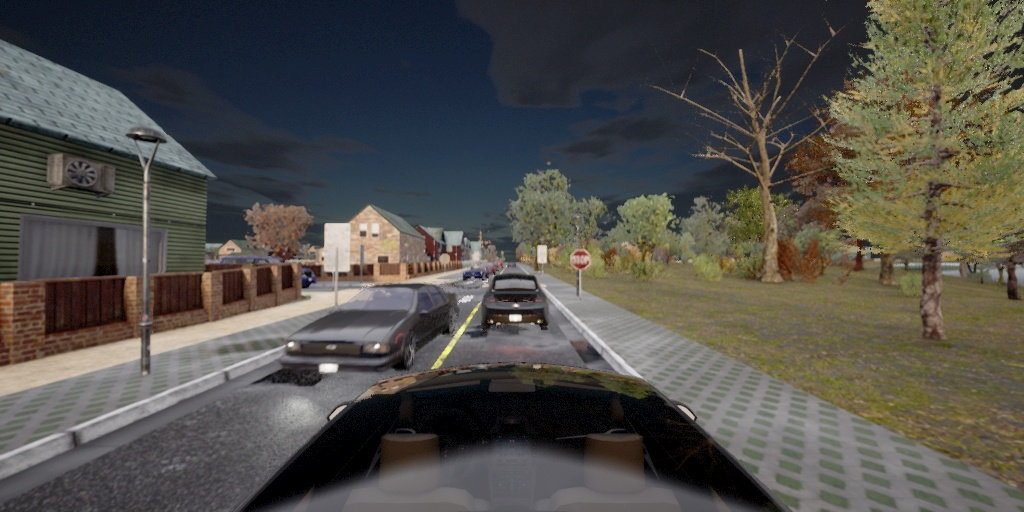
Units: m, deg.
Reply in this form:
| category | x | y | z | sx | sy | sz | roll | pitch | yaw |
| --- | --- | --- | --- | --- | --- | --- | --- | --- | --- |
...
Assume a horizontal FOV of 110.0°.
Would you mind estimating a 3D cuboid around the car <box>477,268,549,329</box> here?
| category | x | y | z | sx | sy | sz | roll | pitch | yaw |
| --- | --- | --- | --- | --- | --- | --- | --- | --- | --- |
| car | 0.082 | 1.306 | 11.460 | 1.837 | 1.490 | 4.892 | 0 | 0 | 0 |

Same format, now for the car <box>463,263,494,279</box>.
| category | x | y | z | sx | sy | sz | roll | pitch | yaw |
| --- | --- | --- | --- | --- | --- | --- | --- | --- | --- |
| car | -3.139 | 1.525 | 32.473 | 1.895 | 1.301 | 4.718 | 0 | 0 | 4 |

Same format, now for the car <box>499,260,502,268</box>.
| category | x | y | z | sx | sy | sz | roll | pitch | yaw |
| --- | --- | --- | --- | --- | --- | --- | --- | --- | --- |
| car | -2.883 | 1.579 | 53.397 | 1.837 | 1.490 | 4.892 | 0 | -1 | 0 |

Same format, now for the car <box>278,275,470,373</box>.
| category | x | y | z | sx | sy | sz | roll | pitch | yaw |
| --- | --- | --- | --- | --- | --- | --- | --- | --- | --- |
| car | -2.562 | 1.329 | 8.096 | 2.033 | 1.411 | 5.357 | 0 | 0 | 5 |

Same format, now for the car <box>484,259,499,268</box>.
| category | x | y | z | sx | sy | sz | roll | pitch | yaw |
| --- | --- | --- | --- | --- | --- | --- | --- | --- | --- |
| car | -2.878 | 1.470 | 42.491 | 1.882 | 1.535 | 5.008 | 0 | 0 | 0 |

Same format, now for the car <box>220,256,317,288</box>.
| category | x | y | z | sx | sy | sz | roll | pitch | yaw |
| --- | --- | --- | --- | --- | --- | --- | --- | --- | --- |
| car | -15.125 | 1.074 | 22.088 | 5.566 | 2.045 | 2.150 | 0 | -2 | 2 |
